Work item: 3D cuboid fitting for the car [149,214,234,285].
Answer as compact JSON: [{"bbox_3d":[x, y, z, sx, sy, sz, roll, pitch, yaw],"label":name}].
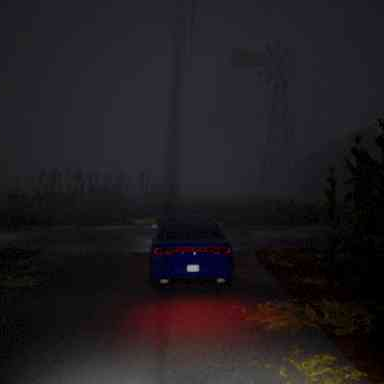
[{"bbox_3d":[-0.100,1.341,9.158,1.882,1.535,5.008,0,1,-3],"label":"car"}]
